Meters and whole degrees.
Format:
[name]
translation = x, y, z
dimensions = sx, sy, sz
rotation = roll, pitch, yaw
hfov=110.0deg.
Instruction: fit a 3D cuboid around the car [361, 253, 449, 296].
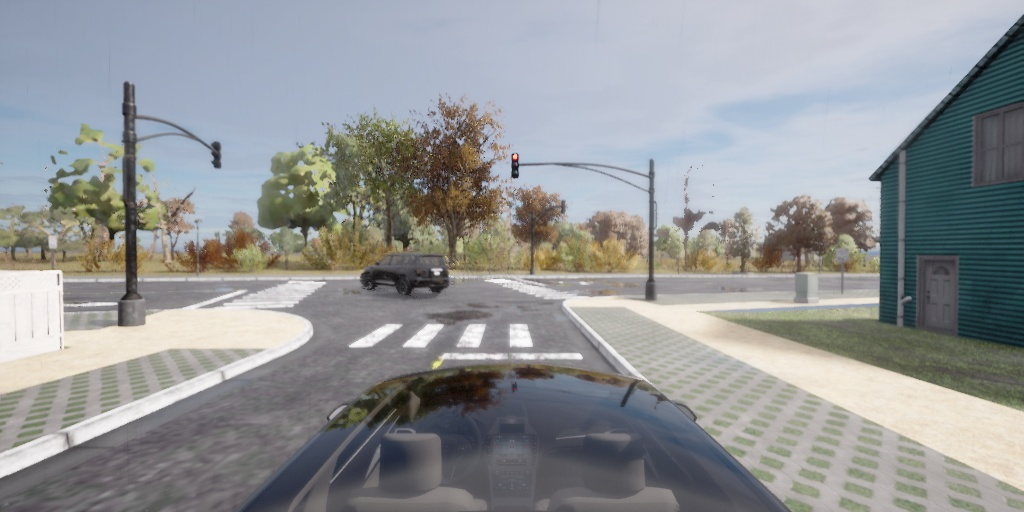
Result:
[car]
translation = -5.637, 0.870, 18.726
dimensions = 5.566, 2.045, 2.150
rotation = 1, 0, 40
